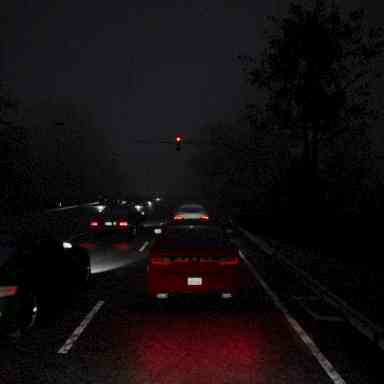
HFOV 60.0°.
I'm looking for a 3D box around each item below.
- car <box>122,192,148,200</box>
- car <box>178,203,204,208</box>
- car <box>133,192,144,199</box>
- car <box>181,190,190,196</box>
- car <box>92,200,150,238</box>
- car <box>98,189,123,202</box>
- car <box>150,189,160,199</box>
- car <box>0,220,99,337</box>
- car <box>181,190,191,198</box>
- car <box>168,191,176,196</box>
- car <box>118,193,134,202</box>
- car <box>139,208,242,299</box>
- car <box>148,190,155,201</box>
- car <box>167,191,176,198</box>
[{"bbox_3d":[-7.435,0.989,44.007,2.033,1.411,5.357,0,1,-2],"label":"car"},{"bbox_3d":[-0.038,1.317,17.519,1.812,1.442,4.674,0,1,0],"label":"car"},{"bbox_3d":[-11.481,0.677,71.351,1.895,1.301,4.718,0,1,-2],"label":"car"},{"bbox_3d":[-1.723,0.280,85.630,1.882,1.535,5.008,0,1,-4],"label":"car"},{"bbox_3d":[-3.531,1.351,16.497,2.033,1.411,5.357,0,1,0],"label":"car"},{"bbox_3d":[-10.954,0.647,45.200,2.150,2.045,5.566,0,1,1],"label":"car"},{"bbox_3d":[-7.935,0.321,70.177,2.150,2.045,5.566,0,1,-2],"label":"car"},{"bbox_3d":[-3.452,1.499,6.523,1.994,1.385,4.181,0,1,0],"label":"car"},{"bbox_3d":[-1.170,0.575,75.908,1.994,1.385,4.181,0,1,-3],"label":"car"},{"bbox_3d":[-5.216,0.345,85.404,2.033,1.411,5.357,0,1,-4],"label":"car"},{"bbox_3d":[-11.141,0.844,56.280,1.994,1.385,4.181,0,1,-1],"label":"car"},{"bbox_3d":[0.034,1.389,8.328,1.882,1.535,5.008,0,1,0],"label":"car"},{"bbox_3d":[-7.619,0.823,54.960,1.812,1.442,4.674,0,1,-1],"label":"car"},{"bbox_3d":[-4.632,0.563,74.954,2.033,1.411,5.357,0,1,-3],"label":"car"}]
